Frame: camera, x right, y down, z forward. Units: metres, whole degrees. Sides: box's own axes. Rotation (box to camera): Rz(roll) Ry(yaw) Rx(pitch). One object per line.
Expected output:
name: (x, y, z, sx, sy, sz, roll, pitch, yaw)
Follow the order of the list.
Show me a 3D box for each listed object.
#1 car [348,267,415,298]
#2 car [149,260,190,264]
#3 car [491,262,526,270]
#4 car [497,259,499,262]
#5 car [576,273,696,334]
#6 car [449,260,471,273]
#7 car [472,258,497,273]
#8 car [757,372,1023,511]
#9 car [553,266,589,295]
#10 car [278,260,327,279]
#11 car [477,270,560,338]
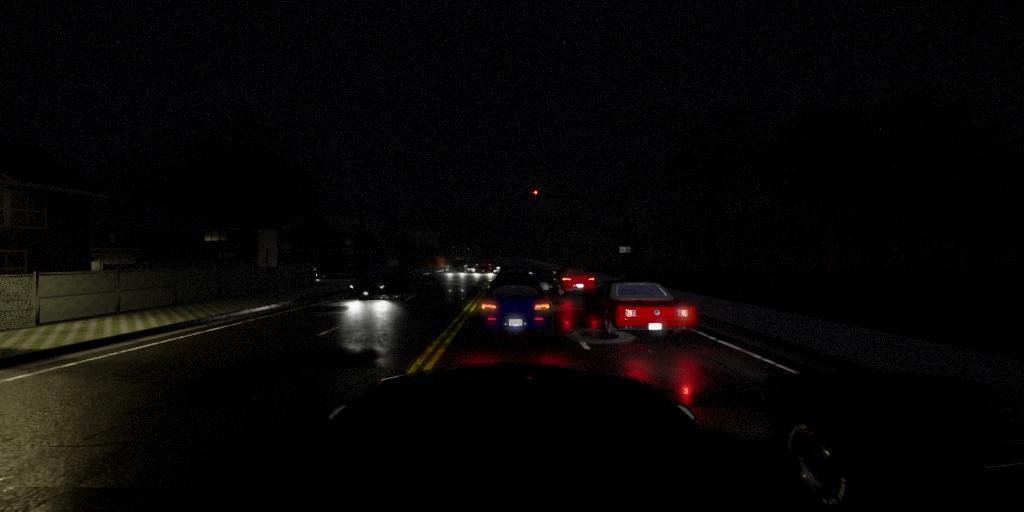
car: (-6.590, 1.298, 18.816, 2.033, 1.411, 5.357, 0, 0, 0)
car: (-28.443, 1.148, 30.398, 4.553, 1.767, 2.097, 0, 0, 0)
car: (0.066, 1.255, 19.324, 1.837, 1.490, 4.892, 0, 0, 0)
car: (-3.315, 1.299, 52.504, 1.994, 1.385, 4.181, 0, 0, 0)
car: (3.340, 1.351, 10.543, 1.895, 1.301, 4.718, 0, 0, 0)
car: (-6.573, 1.246, 44.262, 1.837, 1.490, 4.892, 0, 0, 0)
car: (-3.324, 1.094, 43.728, 2.097, 1.767, 4.553, 0, 0, 0)
car: (3.348, 1.351, 1.375, 1.895, 1.301, 4.718, 0, 0, 0)
car: (3.319, 1.276, 19.651, 1.812, 1.442, 4.674, 0, 0, 0)
car: (-18.198, 1.131, 30.372, 4.553, 1.767, 2.097, 0, 0, 0)
car: (0.087, 1.276, 10.062, 1.812, 1.442, 4.674, 0, 0, 0)
